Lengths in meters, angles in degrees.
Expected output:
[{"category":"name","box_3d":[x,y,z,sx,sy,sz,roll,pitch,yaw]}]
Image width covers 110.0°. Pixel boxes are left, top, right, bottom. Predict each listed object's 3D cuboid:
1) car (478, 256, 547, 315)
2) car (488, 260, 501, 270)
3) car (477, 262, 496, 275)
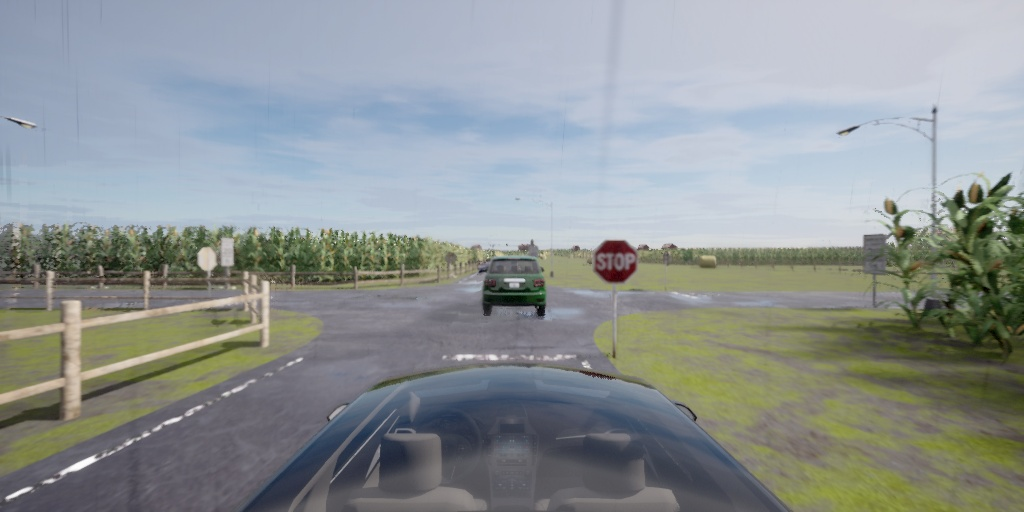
[{"category":"car","box_3d":[0.088,1.030,13.887,2.150,2.045,5.566,0,0,0]},{"category":"car","box_3d":[-2.841,1.384,57.522,1.812,1.442,4.674,0,0,0]},{"category":"car","box_3d":[-2.854,1.443,41.541,1.895,1.301,4.718,0,0,0]}]
